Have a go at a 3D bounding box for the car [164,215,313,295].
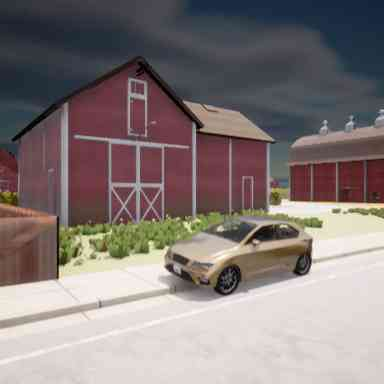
[{"bbox_3d":[1.341,1.399,8.476,4.193,1.474,1.816,0,6,-38],"label":"car"}]
